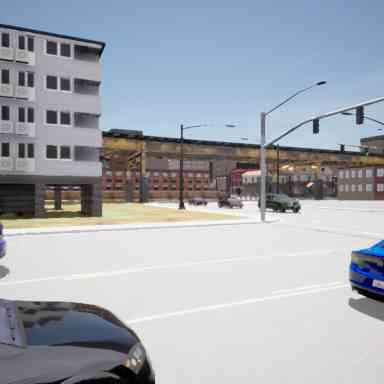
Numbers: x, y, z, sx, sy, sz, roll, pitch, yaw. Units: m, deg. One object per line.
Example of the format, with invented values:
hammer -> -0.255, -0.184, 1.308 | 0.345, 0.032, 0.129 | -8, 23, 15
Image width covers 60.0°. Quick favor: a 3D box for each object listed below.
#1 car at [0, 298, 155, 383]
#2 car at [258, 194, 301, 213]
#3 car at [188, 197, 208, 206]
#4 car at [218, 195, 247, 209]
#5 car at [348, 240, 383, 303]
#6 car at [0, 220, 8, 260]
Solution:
car -> -2.418, 1.564, 2.758 | 4.181, 1.385, 1.994 | 0, 0, -32
car -> 9.651, 1.222, 37.283 | 2.150, 2.045, 5.566 | 0, 0, -26
car -> 0.858, 1.547, 55.887 | 2.033, 1.411, 5.357 | 0, 0, -20
car -> 5.278, 1.526, 46.437 | 1.812, 1.442, 4.674 | 0, 0, -25
car -> 5.560, 1.478, 6.910 | 5.008, 1.535, 1.882 | 0, 0, -25
car -> -7.649, 1.221, 8.069 | 5.566, 2.045, 2.150 | 0, 0, -32
